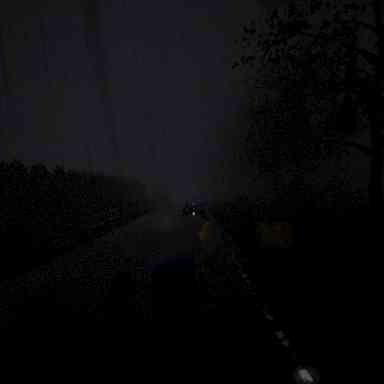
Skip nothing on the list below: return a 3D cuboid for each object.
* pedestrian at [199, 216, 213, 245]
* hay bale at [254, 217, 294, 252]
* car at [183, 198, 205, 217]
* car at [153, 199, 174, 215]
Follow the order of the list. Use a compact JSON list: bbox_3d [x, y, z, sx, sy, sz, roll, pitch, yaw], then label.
[{"bbox_3d":[0.584,1.554,14.033,0.375,1.300,0.375,0,0,0],"label":"pedestrian"},{"bbox_3d":[3.154,1.636,12.907,1.220,1.180,1.240,0,0,0],"label":"hay bale"},{"bbox_3d":[0.160,1.546,30.525,1.895,1.301,4.718,0,0,0],"label":"car"},{"bbox_3d":[-2.781,1.431,33.285,2.128,1.511,4.902,0,0,0],"label":"car"}]
